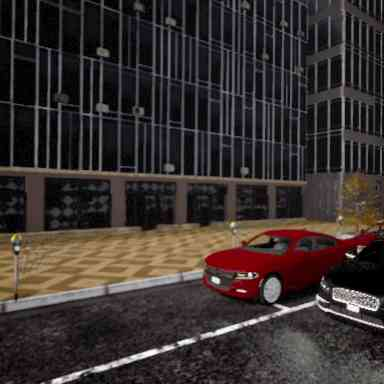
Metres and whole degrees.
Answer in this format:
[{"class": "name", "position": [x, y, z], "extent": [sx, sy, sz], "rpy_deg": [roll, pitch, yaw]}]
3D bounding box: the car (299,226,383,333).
[{"class": "car", "position": [4.475, 1.580, 6.580], "extent": [4.892, 1.490, 1.837], "rpy_deg": [1, 0, -36]}]

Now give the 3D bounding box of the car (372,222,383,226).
[{"class": "car", "position": [6.959, 1.707, 11.539], "extent": [4.206, 1.307, 1.802], "rpy_deg": [1, 0, -36]}]

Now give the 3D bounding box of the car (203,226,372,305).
[{"class": "car", "position": [2.328, 1.612, 8.227], "extent": [4.507, 1.381, 1.887], "rpy_deg": [1, 0, -36]}]
